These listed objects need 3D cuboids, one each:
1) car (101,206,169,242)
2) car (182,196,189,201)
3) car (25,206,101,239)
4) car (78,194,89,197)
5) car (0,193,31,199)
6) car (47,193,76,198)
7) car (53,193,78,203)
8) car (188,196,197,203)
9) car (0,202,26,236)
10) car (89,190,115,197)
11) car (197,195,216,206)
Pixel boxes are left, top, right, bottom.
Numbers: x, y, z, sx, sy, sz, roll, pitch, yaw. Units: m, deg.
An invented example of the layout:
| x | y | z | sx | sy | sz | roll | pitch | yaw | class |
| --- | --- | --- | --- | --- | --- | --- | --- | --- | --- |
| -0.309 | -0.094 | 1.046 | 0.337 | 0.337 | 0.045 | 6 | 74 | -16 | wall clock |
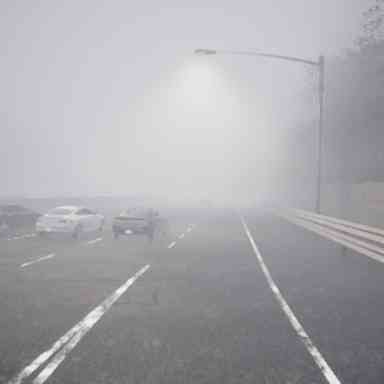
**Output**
| x | y | z | sx | sy | sz | roll | pitch | yaw | class |
| --- | --- | --- | --- | --- | --- | --- | --- | --- | --- |
| -2.363 | 1.460 | 16.246 | 2.128 | 1.511 | 4.902 | 2 | 0 | 7 | car |
| -1.368 | 1.671 | 85.883 | 1.812 | 1.442 | 4.674 | 2 | 0 | 7 | car |
| -5.857 | 1.397 | 16.487 | 1.812 | 1.442 | 4.674 | 2 | 0 | 7 | car |
| -18.665 | 1.164 | 58.091 | 1.837 | 1.490 | 4.892 | 2 | 0 | 7 | car |
| -20.833 | 1.050 | 39.769 | 2.033 | 1.411 | 5.357 | 2 | 0 | 7 | car |
| -17.070 | 1.105 | 41.751 | 2.128 | 1.511 | 4.902 | 2 | 0 | 7 | car |
| -22.139 | 1.022 | 58.493 | 1.882 | 1.535 | 5.008 | 2 | 0 | 7 | car |
| 0.973 | 1.785 | 75.665 | 1.895 | 1.301 | 4.718 | 2 | 0 | 7 | car |
| -9.345 | 1.281 | 16.775 | 1.837 | 1.490 | 4.892 | 2 | 0 | 7 | car |
| -15.178 | 0.730 | 57.661 | 2.150 | 2.045 | 5.566 | 2 | 0 | 7 | car |
| 2.582 | 1.690 | 59.065 | 2.128 | 1.511 | 4.902 | 2 | 0 | 7 | car |
